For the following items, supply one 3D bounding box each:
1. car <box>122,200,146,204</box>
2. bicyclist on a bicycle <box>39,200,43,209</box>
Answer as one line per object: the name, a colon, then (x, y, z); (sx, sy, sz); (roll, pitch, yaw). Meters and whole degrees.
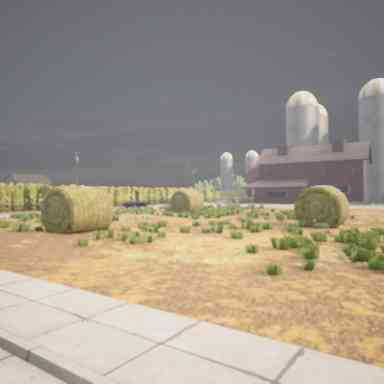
car: (-9.250, 2.001, 54.730); (1.895, 1.301, 4.718); (-1, 0, 33)
bicyclist on a bicycle: (-16.297, 1.655, 36.419); (1.656, 1.620, 0.582); (-1, -1, 32)
